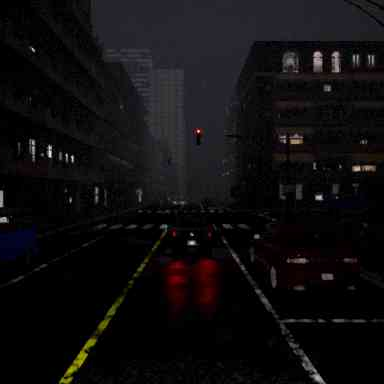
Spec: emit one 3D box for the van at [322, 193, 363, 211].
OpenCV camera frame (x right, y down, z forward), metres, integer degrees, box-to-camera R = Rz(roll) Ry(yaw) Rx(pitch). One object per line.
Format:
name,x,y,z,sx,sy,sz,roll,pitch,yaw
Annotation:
van,15.641,1.034,34.385,3.998,1.788,1.690,-1,1,-1

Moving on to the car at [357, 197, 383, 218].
car,15.763,1.328,26.011,4.313,1.339,1.947,-1,1,-1

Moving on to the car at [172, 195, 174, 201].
car,-5.698,1.609,74.402,1.802,1.307,4.206,-1,0,0

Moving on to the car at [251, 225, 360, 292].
car,2.683,1.543,8.814,1.887,1.381,4.507,0,0,0

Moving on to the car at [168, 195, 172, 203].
car,-5.699,1.462,68.874,1.967,1.590,4.097,-1,0,0

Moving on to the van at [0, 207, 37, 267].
van,-5.699,1.339,8.815,1.690,1.788,3.998,0,0,0

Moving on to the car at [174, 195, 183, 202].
car,-3.000,1.452,77.890,1.882,1.535,5.008,0,0,0

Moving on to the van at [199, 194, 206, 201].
van,2.681,1.379,85.452,1.690,1.788,3.998,-1,0,0

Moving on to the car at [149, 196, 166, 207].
car,-5.697,1.560,52.291,2.008,1.369,4.403,0,0,0

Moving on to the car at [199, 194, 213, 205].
car,2.681,1.454,57.813,1.967,1.590,4.097,-1,0,0

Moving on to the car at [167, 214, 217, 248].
car,0.000,1.615,14.680,1.895,1.301,4.718,0,0,0

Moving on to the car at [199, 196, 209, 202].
car,2.683,1.578,74.396,2.008,1.369,4.403,-1,0,0

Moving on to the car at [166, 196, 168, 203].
car,-5.698,1.579,57.818,1.947,1.339,4.313,0,0,0

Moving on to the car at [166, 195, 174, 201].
car,-5.698,1.564,85.288,1.752,1.417,4.829,-1,0,0
